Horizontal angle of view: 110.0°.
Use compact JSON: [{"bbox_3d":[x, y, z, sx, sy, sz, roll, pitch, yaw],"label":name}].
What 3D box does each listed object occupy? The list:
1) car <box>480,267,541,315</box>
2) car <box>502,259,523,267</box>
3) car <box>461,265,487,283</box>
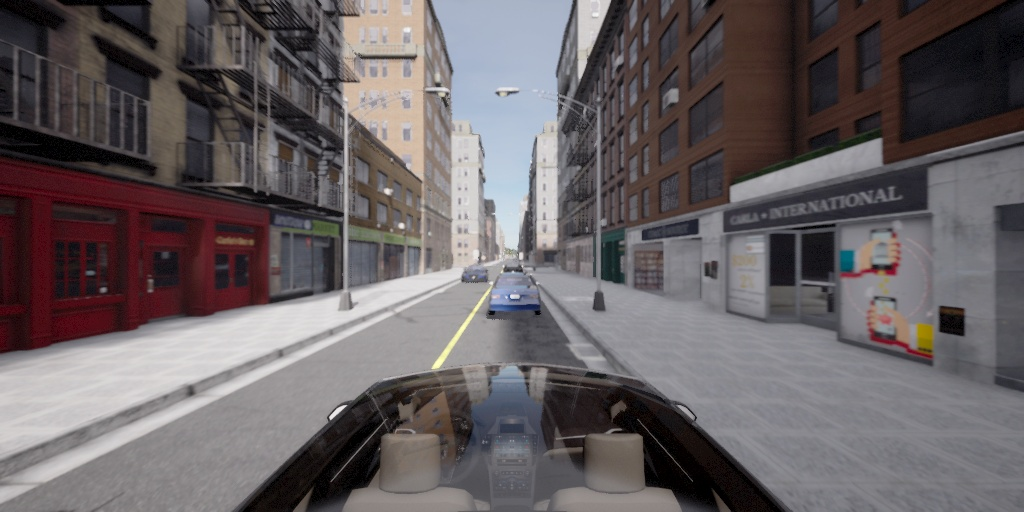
[{"bbox_3d":[0.093,1.339,13.834,2.033,1.411,5.357,0,0,0],"label":"car"},{"bbox_3d":[0.094,1.343,34.901,1.882,1.535,5.008,0,0,0],"label":"car"},{"bbox_3d":[-2.853,1.407,28.514,1.994,1.385,4.181,0,0,0],"label":"car"}]
